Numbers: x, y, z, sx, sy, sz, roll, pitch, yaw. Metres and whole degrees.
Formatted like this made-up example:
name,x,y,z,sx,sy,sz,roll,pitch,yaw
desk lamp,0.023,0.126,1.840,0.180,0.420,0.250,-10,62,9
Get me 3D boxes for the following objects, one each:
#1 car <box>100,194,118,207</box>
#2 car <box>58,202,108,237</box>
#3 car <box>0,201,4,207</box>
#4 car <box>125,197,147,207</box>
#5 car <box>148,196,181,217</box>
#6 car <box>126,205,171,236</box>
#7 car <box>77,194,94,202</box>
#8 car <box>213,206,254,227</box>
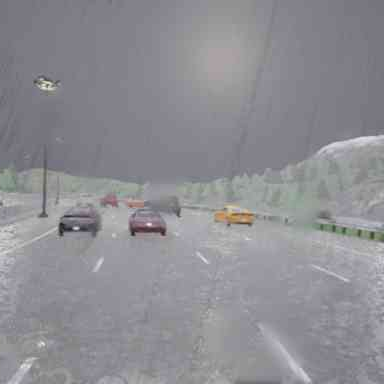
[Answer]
name,x,y,z,sx,sy,sz,roll,pitch,yaw
car,-13.467,1.389,53.821,2.150,2.045,5.566,2,-1,-24
car,-5.926,1.509,18.051,2.128,1.511,4.902,2,-1,-11
car,-21.172,1.284,34.670,1.895,1.301,4.718,2,-1,-18
car,-9.072,1.622,52.320,2.097,1.767,4.553,2,-1,-22
car,-2.706,1.486,34.445,2.150,2.045,5.566,2,-1,-17
car,-2.662,1.684,19.489,1.994,1.385,4.181,2,-1,-12
car,-17.213,1.286,53.647,2.150,2.045,5.566,2,-1,-24
car,3.116,1.817,25.887,1.882,1.535,5.008,2,-1,-13
